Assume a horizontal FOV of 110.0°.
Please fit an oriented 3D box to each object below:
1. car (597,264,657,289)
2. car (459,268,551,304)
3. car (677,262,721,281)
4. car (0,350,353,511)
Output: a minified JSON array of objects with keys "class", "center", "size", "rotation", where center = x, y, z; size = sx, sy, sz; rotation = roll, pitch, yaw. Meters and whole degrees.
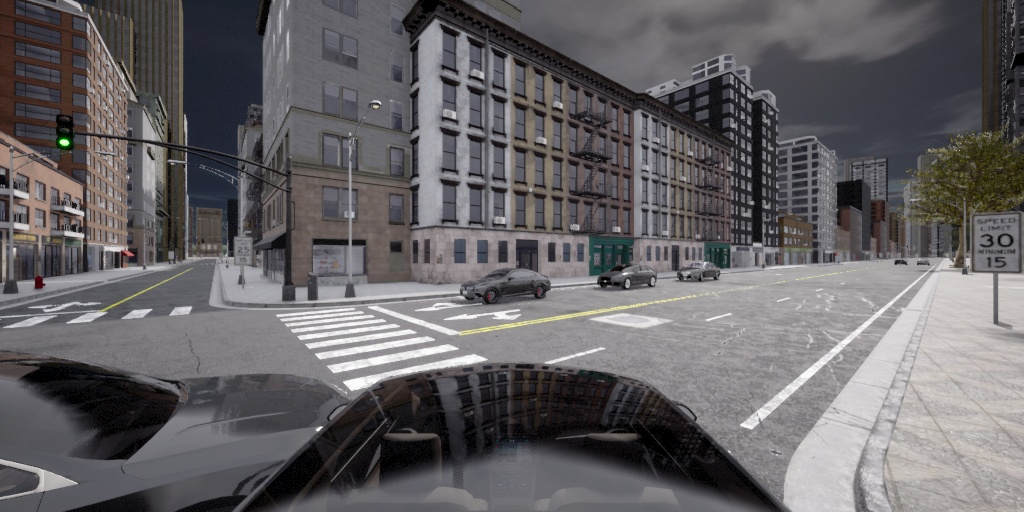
[{"class":"car","center":[7.440,1.256,22.942],"size":[4.892,1.490,1.837],"rotation":[0,0,-39]},{"class":"car","center":[-0.194,1.285,16.647],"size":[4.674,1.442,1.812],"rotation":[0,0,-40]},{"class":"car","center":[15.389,1.233,29.486],"size":[4.902,1.511,2.128],"rotation":[0,0,-39]},{"class":"car","center":[-3.239,1.257,1.646],"size":[4.892,1.490,1.837],"rotation":[0,0,-35]}]
